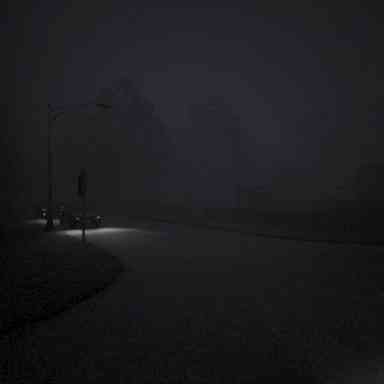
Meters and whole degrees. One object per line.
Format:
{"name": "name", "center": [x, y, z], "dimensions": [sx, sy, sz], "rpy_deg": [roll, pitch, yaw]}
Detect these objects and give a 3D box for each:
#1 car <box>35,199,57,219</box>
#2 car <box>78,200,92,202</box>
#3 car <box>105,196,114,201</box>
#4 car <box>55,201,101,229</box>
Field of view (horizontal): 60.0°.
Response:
{"name": "car", "center": [-13.397, 1.493, 31.326], "dimensions": [2.097, 1.767, 4.553], "rpy_deg": [0, 0, -33]}
{"name": "car", "center": [-12.179, 1.650, 37.056], "dimensions": [1.837, 1.490, 4.892], "rpy_deg": [0, 0, -34]}
{"name": "car", "center": [-19.343, 1.563, 76.201], "dimensions": [1.994, 1.381, 4.181], "rpy_deg": [0, 0, -34]}
{"name": "car", "center": [-7.793, 1.618, 22.900], "dimensions": [1.812, 1.442, 4.674], "rpy_deg": [0, 0, -34]}
